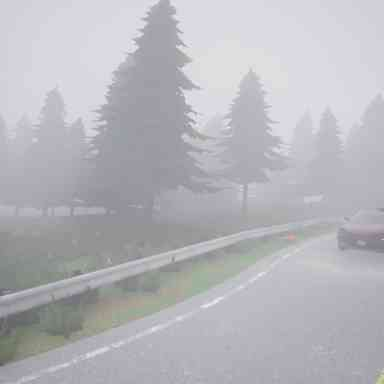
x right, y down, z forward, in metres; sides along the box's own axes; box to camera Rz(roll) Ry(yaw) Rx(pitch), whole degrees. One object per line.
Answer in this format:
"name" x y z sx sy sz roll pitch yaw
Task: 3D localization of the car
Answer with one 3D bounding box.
"car" 7.068 1.361 12.684 1.882 1.535 5.008 1 1 39
